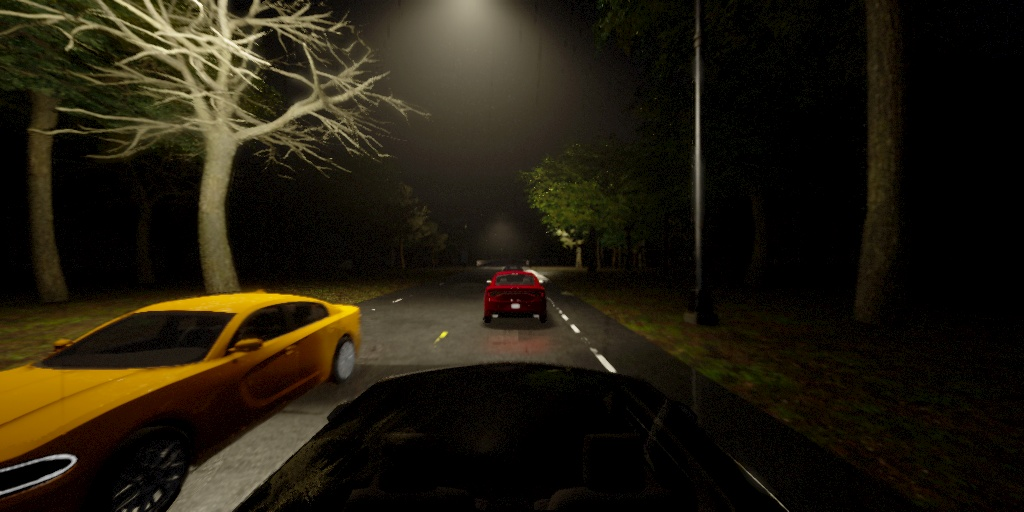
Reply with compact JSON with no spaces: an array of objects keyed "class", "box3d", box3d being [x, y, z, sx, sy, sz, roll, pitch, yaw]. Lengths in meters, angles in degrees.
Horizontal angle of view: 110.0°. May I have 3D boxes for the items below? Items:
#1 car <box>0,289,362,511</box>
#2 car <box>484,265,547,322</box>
[{"class":"car","box3d":[-3.572,1.233,4.271,1.882,1.535,5.008,0,0,0]},{"class":"car","box3d":[0.104,1.257,12.476,1.882,1.535,5.008,0,0,0]}]
